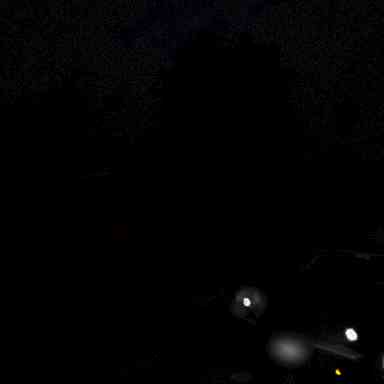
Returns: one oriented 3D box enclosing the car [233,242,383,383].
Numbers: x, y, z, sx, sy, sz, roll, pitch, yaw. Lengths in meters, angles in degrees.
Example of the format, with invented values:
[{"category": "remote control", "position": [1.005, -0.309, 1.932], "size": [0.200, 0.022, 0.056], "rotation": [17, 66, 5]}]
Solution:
[{"category": "car", "position": [2.859, 1.592, 5.468], "size": [4.718, 1.301, 1.895], "rotation": [-1, 0, -40]}]
